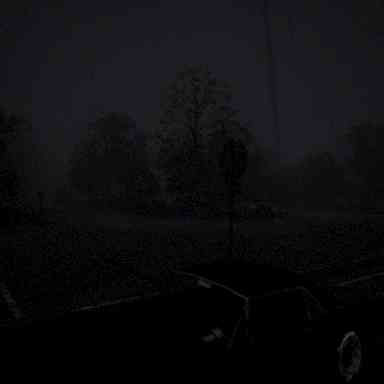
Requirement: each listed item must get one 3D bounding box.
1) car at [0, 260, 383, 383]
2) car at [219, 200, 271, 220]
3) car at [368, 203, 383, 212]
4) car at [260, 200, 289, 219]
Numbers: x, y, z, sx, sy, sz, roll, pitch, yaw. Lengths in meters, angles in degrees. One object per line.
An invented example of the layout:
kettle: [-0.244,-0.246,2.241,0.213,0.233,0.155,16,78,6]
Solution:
car: [0.250,1.602,3.868,4.718,1.301,1.895,0,0,-36]
car: [4.362,1.702,29.663,2.002,1.452,4.674,1,-1,-36]
car: [26.741,2.133,45.651,2.002,1.452,4.674,1,-1,-35]
car: [6.904,1.584,31.563,2.185,1.767,4.553,1,-1,-36]
